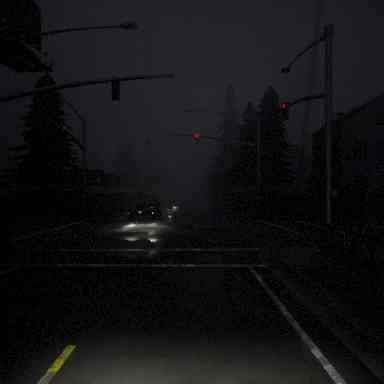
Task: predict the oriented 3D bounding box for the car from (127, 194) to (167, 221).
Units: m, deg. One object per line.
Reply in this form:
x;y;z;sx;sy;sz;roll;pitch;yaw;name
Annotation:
-3.706;1.196;27.208;2.150;2.045;5.566;0;-1;2;car

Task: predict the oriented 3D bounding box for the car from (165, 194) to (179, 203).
-3.512;1.179;59.429;2.128;1.511;4.902;0;0;0;car

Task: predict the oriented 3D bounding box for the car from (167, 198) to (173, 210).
-3.589;1.525;43.577;1.812;1.442;4.674;0;0;0;car
